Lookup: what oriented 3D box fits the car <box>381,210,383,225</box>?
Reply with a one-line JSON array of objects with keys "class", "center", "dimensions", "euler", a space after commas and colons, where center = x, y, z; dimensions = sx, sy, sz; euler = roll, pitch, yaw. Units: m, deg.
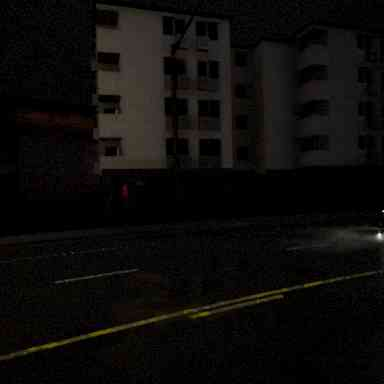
[{"class": "car", "center": [11.299, 0.779, 15.588], "dimensions": [4.553, 1.767, 2.097], "euler": [-2, 1, -12]}]
